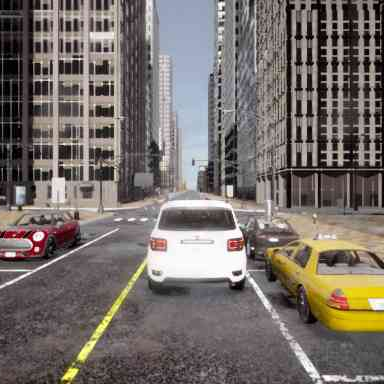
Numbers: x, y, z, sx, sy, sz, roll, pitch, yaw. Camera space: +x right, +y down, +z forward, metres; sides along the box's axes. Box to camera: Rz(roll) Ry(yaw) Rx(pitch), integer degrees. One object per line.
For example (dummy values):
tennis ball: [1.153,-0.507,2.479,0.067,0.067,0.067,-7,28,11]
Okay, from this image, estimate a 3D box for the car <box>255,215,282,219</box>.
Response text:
car: [2.702,1.548,12.425,2.008,1.369,4.403,0,0,0]

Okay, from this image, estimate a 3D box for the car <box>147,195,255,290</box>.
car: [0.107,1.220,9.212,2.150,2.045,5.566,0,0,0]

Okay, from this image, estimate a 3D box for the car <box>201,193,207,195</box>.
car: [2.836,1.380,61.685,1.967,1.590,4.097,0,0,0]

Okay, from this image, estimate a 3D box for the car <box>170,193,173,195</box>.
car: [-5.665,1.242,67.378,2.192,1.841,5.009,0,0,0]

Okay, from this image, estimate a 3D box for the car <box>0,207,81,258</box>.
car: [-5.678,1.437,12.430,1.967,1.590,4.097,0,0,0]

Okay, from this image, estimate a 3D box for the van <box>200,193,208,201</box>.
van: [2.753,1.239,78.738,1.690,1.788,3.998,0,0,0]

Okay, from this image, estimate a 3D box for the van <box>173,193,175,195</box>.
van: [-5.622,1.225,84.433,1.690,1.788,3.998,0,0,0]

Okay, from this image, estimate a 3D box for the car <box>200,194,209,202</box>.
car: [2.748,1.353,73.053,1.967,1.590,4.097,0,0,0]

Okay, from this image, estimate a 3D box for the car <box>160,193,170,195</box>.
car: [-5.736,1.380,61.693,1.967,1.590,4.097,0,0,0]

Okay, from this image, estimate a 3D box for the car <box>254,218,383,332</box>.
car: [2.697,1.525,6.927,1.752,1.417,4.829,0,0,0]

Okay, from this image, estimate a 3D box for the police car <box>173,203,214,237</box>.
police car: [0.111,1.497,19.132,2.038,1.542,4.974,0,0,1]

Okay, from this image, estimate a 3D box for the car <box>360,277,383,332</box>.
car: [2.693,1.551,1.086,2.008,1.369,4.403,0,0,0]
